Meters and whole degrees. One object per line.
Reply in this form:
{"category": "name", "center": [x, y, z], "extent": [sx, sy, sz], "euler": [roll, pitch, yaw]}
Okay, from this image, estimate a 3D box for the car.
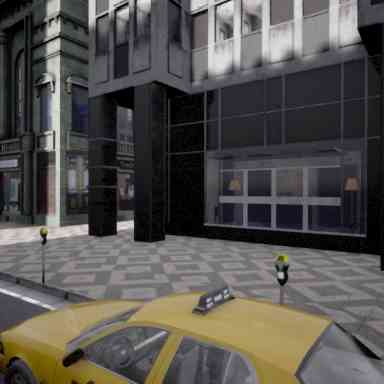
{"category": "car", "center": [-0.021, 1.525, 2.979], "extent": [4.829, 1.417, 1.752], "euler": [0, 0, 36]}
